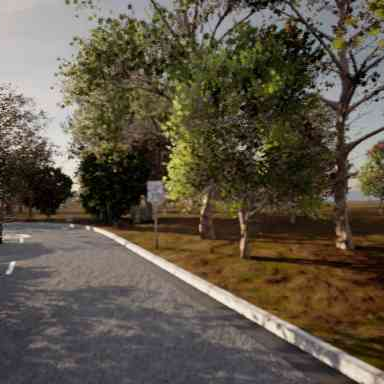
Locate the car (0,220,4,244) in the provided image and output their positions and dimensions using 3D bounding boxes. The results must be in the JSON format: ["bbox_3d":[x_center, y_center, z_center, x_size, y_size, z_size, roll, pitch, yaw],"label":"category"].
[{"bbox_3d":[-9.370,1.742,14.394,1.882,1.535,5.008,-1,1,-25],"label":"car"}]
